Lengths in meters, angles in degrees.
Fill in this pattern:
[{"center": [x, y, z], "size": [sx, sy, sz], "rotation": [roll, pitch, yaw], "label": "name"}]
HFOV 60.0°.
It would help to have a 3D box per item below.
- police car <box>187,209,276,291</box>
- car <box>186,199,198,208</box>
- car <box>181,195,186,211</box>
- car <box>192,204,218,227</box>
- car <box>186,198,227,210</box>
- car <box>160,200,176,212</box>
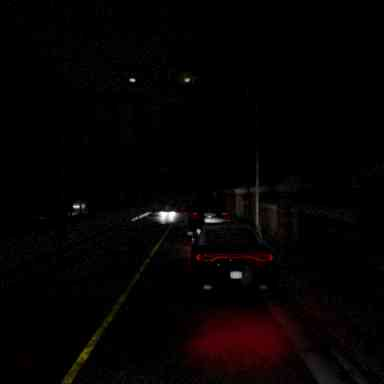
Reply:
[{"center": [0.894, 1.491, 9.312], "size": [1.930, 1.638, 5.238], "rotation": [0, 0, 0], "label": "police car"}, {"center": [-0.040, 2.014, 59.204], "size": [1.994, 1.385, 4.181], "rotation": [0, 0, 0], "label": "car"}, {"center": [-0.019, 1.689, 45.467], "size": [2.097, 1.767, 4.553], "rotation": [0, 0, 0], "label": "car"}, {"center": [0.883, 1.706, 25.201], "size": [1.812, 1.442, 4.674], "rotation": [0, 0, 0], "label": "car"}, {"center": [0.887, 1.362, 19.233], "size": [2.150, 2.045, 5.566], "rotation": [0, 0, 0], "label": "car"}, {"center": [-3.123, 1.819, 44.224], "size": [2.128, 1.511, 4.902], "rotation": [0, 0, 0], "label": "car"}]
